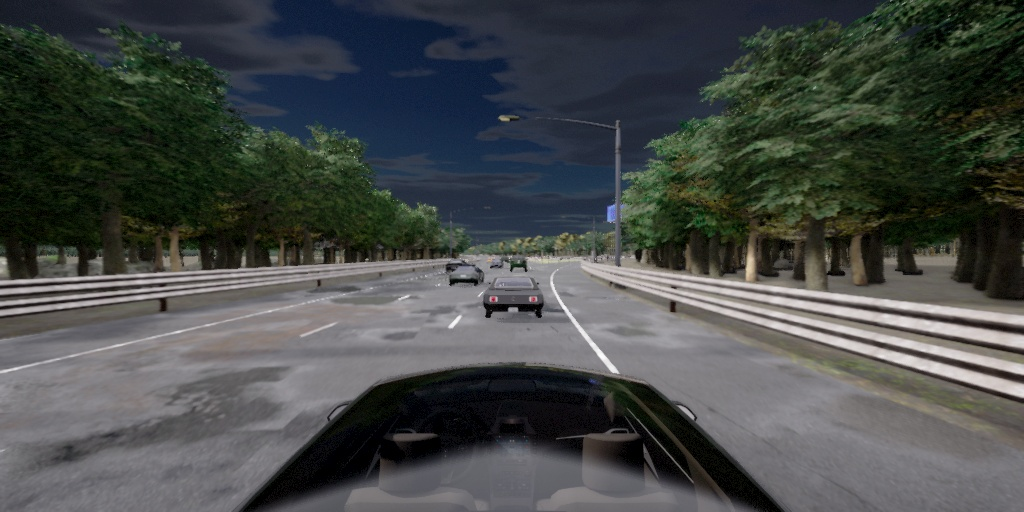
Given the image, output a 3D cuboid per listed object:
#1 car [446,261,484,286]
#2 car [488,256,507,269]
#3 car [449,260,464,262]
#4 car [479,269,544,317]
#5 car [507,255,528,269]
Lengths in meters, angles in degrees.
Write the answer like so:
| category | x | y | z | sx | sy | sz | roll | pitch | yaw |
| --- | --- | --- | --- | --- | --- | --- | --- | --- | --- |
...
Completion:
| category | x | y | z | sx | sy | sz | roll | pitch | yaw |
| --- | --- | --- | --- | --- | --- | --- | --- | --- | --- |
| car | -3.115 | 1.279 | 25.252 | 1.994 | 1.385 | 4.181 | 0 | 0 | 1 |
| car | -2.291 | 1.173 | 55.126 | 2.033 | 1.411 | 5.357 | 0 | 0 | 2 |
| car | -6.210 | 1.141 | 40.936 | 1.882 | 1.535 | 5.008 | 0 | 0 | 2 |
| car | 0.070 | 1.342 | 13.122 | 1.895 | 1.301 | 4.718 | 0 | 0 | 1 |
| car | 0.880 | 0.873 | 47.149 | 2.150 | 2.045 | 5.566 | 0 | 0 | 2 |
